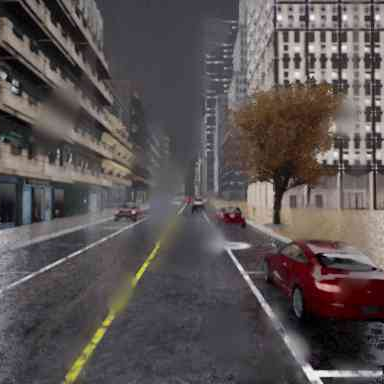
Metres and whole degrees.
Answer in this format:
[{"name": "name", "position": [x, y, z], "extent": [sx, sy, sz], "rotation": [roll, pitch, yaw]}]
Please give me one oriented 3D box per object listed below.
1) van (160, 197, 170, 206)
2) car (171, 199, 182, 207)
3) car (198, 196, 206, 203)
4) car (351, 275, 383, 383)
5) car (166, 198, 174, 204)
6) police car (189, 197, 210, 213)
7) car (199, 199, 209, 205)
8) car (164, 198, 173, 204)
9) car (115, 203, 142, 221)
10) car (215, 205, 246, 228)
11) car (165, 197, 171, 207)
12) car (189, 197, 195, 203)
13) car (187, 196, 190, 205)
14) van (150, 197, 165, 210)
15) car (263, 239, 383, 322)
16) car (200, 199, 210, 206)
[{"name": "van", "position": [-5.678, 1.983, 69.911], "extent": [1.690, 1.788, 3.998], "rotation": [1, 0, 0]}, {"name": "car", "position": [-3.018, 2.206, 65.355], "extent": [1.895, 1.301, 4.718], "rotation": [0, 0, 0]}, {"name": "car", "position": [2.701, 2.131, 92.587], "extent": [2.192, 1.841, 5.009], "rotation": [1, 0, 0]}, {"name": "car", "position": [2.702, 1.583, 1.412], "extent": [1.947, 1.339, 4.313], "rotation": [1, -1, 0]}, {"name": "car", "position": [-5.684, 2.356, 87.003], "extent": [1.802, 1.307, 4.206], "rotation": [1, 0, 0]}, {"name": "police car", "position": [0.896, 1.841, 42.827], "extent": [1.930, 1.638, 5.238], "rotation": [0, 0, 0]}, {"name": "car", "position": [2.698, 2.231, 75.491], "extent": [1.887, 1.381, 4.507], "rotation": [1, 0, 0]}, {"name": "car", "position": [-5.683, 2.282, 81.306], "extent": [2.008, 1.369, 4.403], "rotation": [1, 0, 0]}, {"name": "car", "position": [-5.677, 1.742, 30.016], "extent": [1.967, 1.590, 4.097], "rotation": [1, -1, 0]}, {"name": "car", "position": [2.703, 1.688, 24.208], "extent": [1.967, 1.590, 4.097], "rotation": [1, -1, 0]}, {"name": "car", "position": [-5.682, 2.162, 64.212], "extent": [1.947, 1.339, 4.313], "rotation": [1, 0, 0]}, {"name": "car", "position": [-0.009, 2.225, 93.169], "extent": [1.837, 1.490, 4.892], "rotation": [0, 0, 0]}, {"name": "car", "position": [-0.007, 1.838, 78.199], "extent": [2.150, 2.045, 5.566], "rotation": [0, 0, 0]}, {"name": "van", "position": [-5.677, 1.842, 52.813], "extent": [1.690, 1.788, 3.998], "rotation": [1, 0, 0]}, {"name": "car", "position": [2.702, 1.659, 7.110], "extent": [1.802, 1.307, 4.206], "rotation": [1, -1, 0]}, {"name": "car", "position": [2.698, 2.192, 69.793], "extent": [2.008, 1.369, 4.403], "rotation": [1, 0, 0]}]
